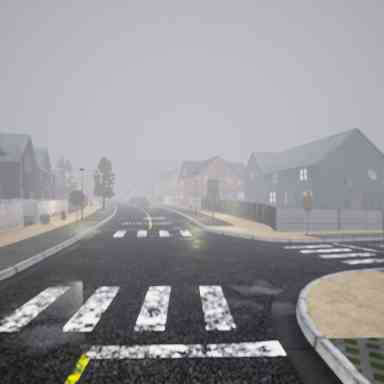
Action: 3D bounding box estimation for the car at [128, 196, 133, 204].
[{"bbox_3d":[-11.302,1.584,65.263,1.882,1.535,5.008,0,0,-17],"label":"car"}]

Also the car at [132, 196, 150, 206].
[{"bbox_3d":[-8.199,1.620,55.251,2.033,1.411,5.357,0,0,-17],"label":"car"}]
